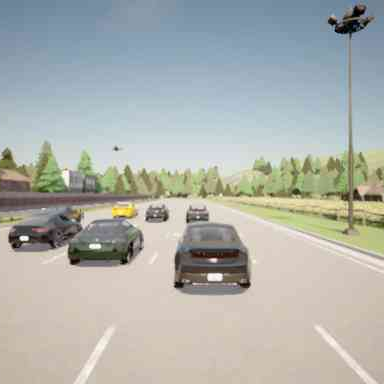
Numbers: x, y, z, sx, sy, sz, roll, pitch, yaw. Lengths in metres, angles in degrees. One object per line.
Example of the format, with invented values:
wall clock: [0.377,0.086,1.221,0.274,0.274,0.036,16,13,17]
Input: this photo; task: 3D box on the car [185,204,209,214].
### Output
car: [0.438,1.765,27.903,2.128,1.511,4.902,0,-1,0]

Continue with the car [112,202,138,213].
car: [-6.575,1.788,33.196,1.882,1.535,5.008,0,-1,0]

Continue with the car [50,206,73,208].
car: [-10.056,1.779,25.775,2.033,1.411,5.357,0,-1,0]

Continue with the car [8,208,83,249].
car: [-6.527,1.662,15.224,1.812,1.442,4.674,0,-1,0]

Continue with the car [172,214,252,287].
car: [0.488,1.601,9.582,1.837,1.490,4.892,0,0,0]

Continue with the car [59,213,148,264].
car: [-3.019,1.679,12.359,1.994,1.385,4.181,0,-1,0]

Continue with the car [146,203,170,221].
car: [-3.068,1.780,30.205,2.128,1.511,4.902,0,-1,0]
